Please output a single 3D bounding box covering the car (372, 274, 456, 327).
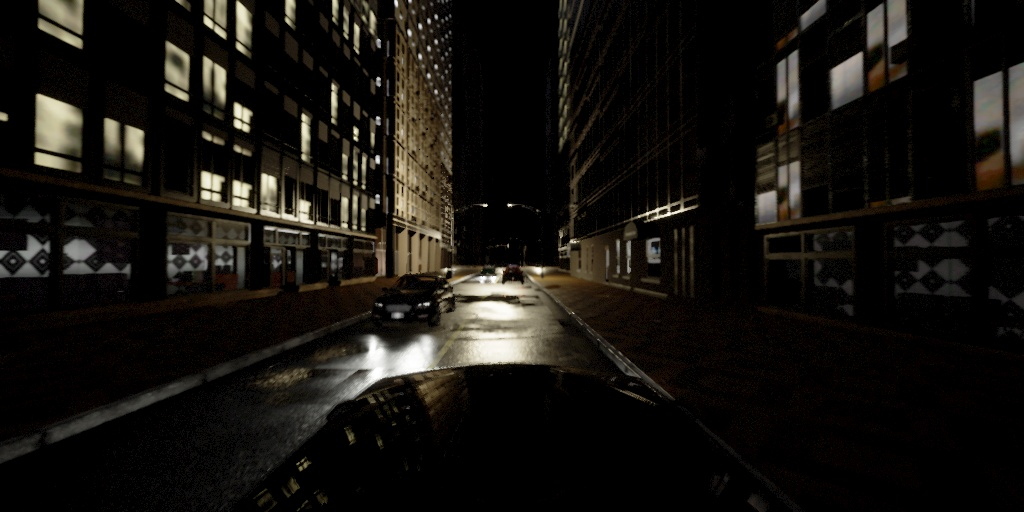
[{"bbox_3d":[-3.106,1.377,12.154,2.128,1.511,4.902,0,-1,0],"label":"car"}]

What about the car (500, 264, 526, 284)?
[{"bbox_3d":[0.092,1.653,31.223,1.812,1.442,4.674,0,-1,0],"label":"car"}]

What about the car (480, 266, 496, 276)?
[{"bbox_3d":[-3.104,1.933,47.340,1.895,1.301,4.718,0,-1,0],"label":"car"}]
